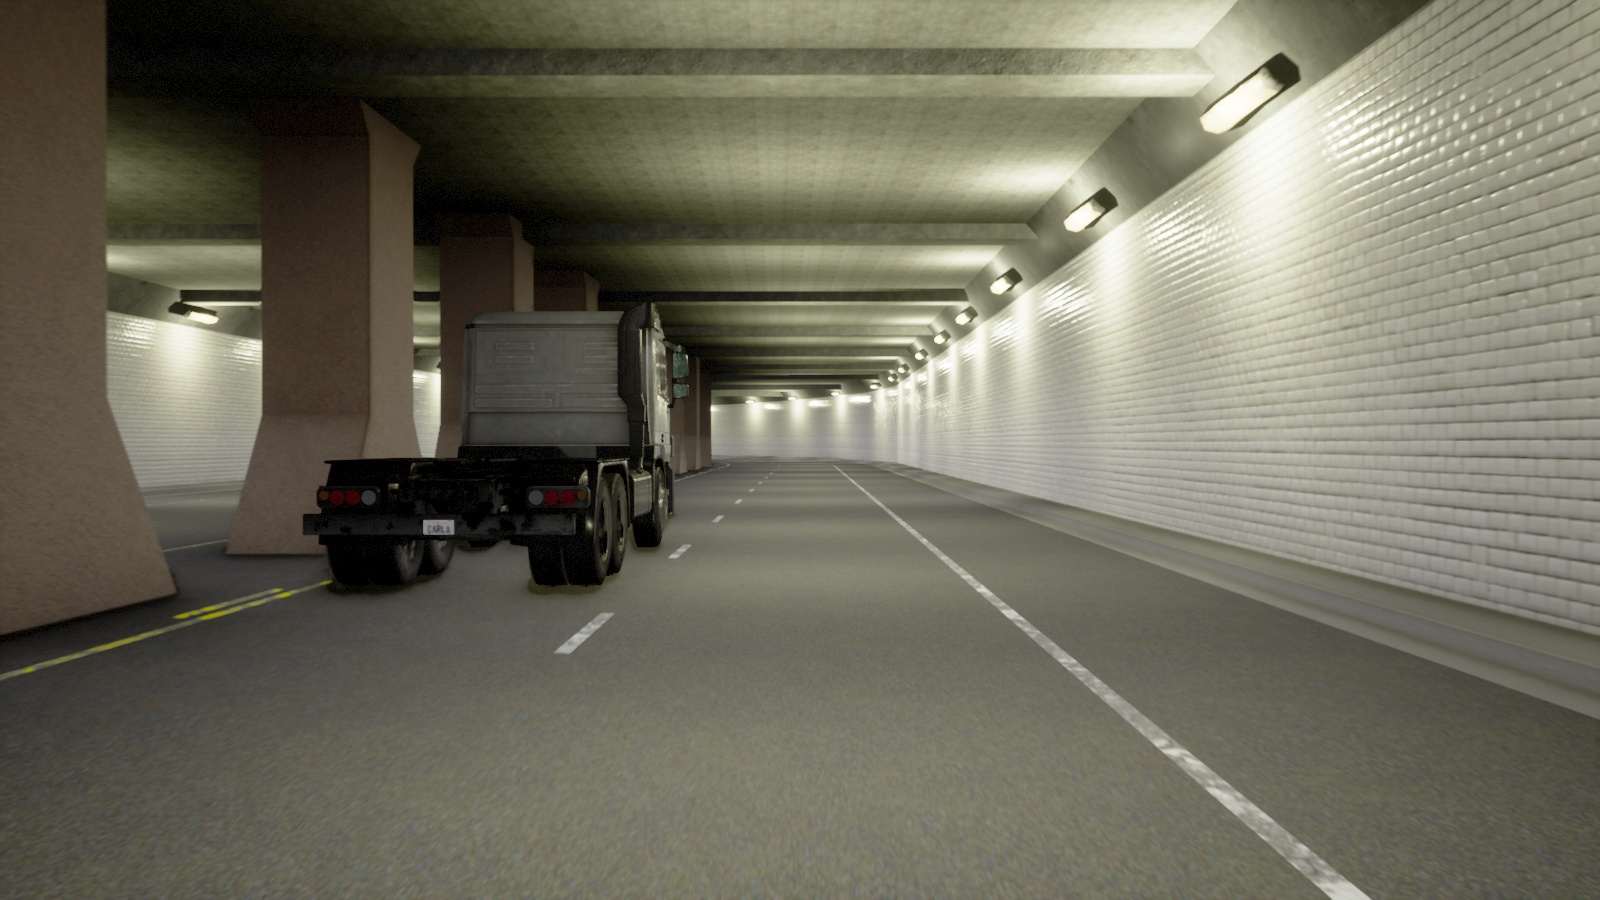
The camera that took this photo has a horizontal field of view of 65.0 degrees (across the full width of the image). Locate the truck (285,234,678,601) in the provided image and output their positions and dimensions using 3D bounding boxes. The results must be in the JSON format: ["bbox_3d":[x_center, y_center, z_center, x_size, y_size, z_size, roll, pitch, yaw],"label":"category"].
[{"bbox_3d":[-3.396,-0.327,15.819,2.891,3.462,7.936,0,0,0],"label":"truck"}]
